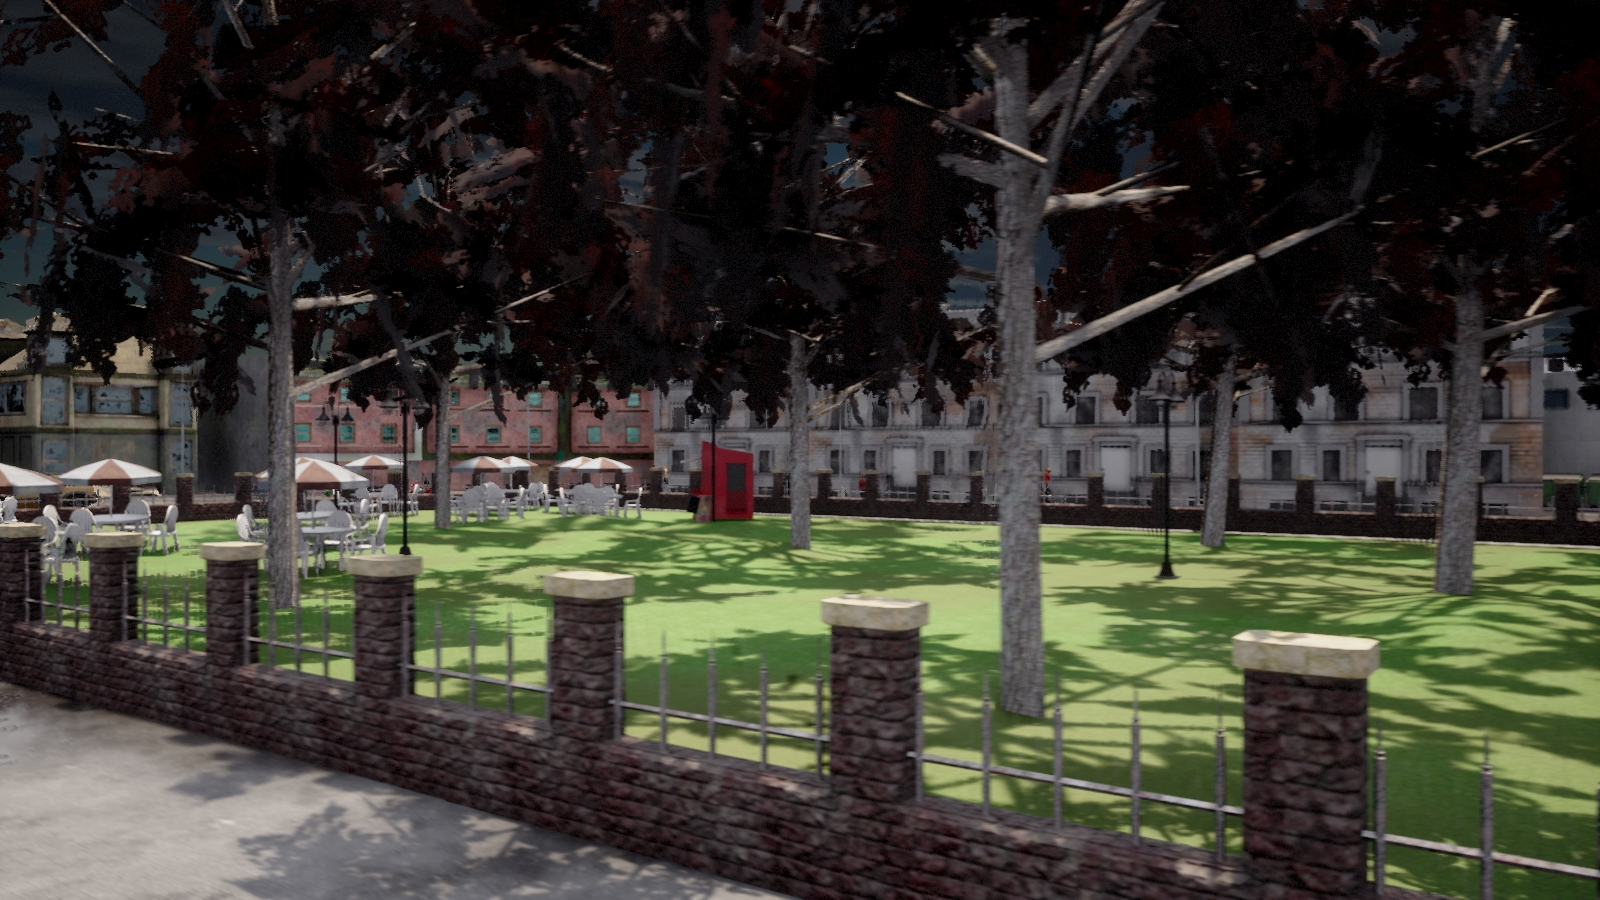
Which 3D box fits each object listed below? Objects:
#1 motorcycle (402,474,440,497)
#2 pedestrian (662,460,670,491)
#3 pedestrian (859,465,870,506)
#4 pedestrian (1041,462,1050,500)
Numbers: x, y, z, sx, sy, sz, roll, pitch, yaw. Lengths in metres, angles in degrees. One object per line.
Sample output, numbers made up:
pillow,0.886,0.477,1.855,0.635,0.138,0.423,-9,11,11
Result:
motorcycle,-21.192,1.965,63.880,1.805,1.236,0.856,0,1,-41
pedestrian,-7.973,1.526,68.047,0.375,1.860,0.375,0,0,19
pedestrian,2.937,1.629,52.047,0.375,1.860,0.375,0,0,28
pedestrian,12.175,1.525,56.588,0.375,1.860,0.375,0,0,24
